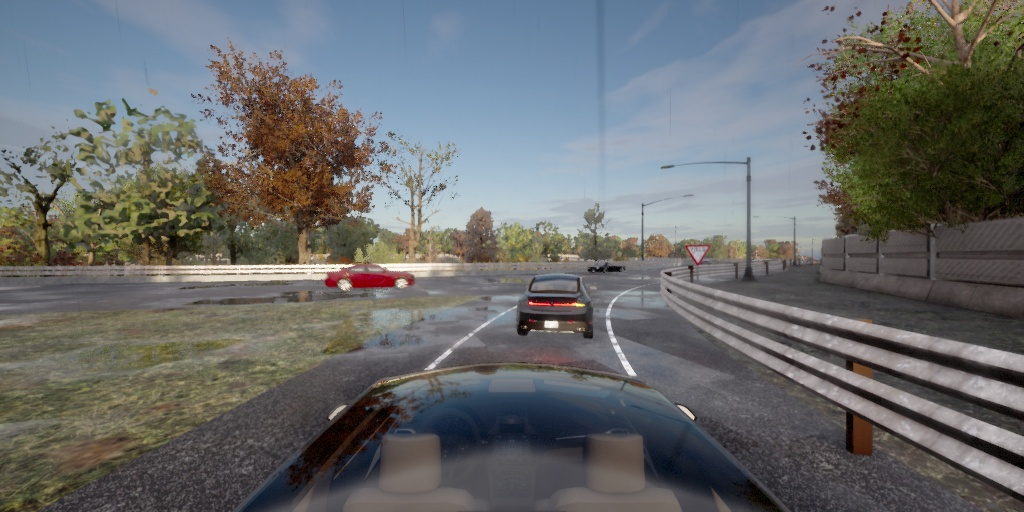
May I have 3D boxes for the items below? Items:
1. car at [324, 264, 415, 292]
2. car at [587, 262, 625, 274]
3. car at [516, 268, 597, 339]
[{"bbox_3d":[-8.375,1.225,21.348,5.008,1.535,1.882,0,0,-23],"label":"car"},{"bbox_3d":[10.667,1.344,40.384,4.718,1.301,1.895,0,0,-37],"label":"car"},{"bbox_3d":[1.341,1.254,10.227,1.837,1.490,4.892,0,0,11],"label":"car"}]
